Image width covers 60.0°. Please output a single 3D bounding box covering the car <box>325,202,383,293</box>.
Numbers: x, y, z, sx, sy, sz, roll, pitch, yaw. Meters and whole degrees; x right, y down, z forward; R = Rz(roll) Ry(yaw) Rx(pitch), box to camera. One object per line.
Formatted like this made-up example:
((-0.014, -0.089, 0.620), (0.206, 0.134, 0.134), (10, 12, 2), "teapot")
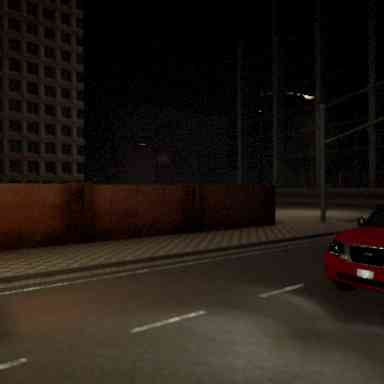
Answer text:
((5.474, 1.163, 7.786), (5.566, 2.045, 2.150), (0, 0, -35), "car")
